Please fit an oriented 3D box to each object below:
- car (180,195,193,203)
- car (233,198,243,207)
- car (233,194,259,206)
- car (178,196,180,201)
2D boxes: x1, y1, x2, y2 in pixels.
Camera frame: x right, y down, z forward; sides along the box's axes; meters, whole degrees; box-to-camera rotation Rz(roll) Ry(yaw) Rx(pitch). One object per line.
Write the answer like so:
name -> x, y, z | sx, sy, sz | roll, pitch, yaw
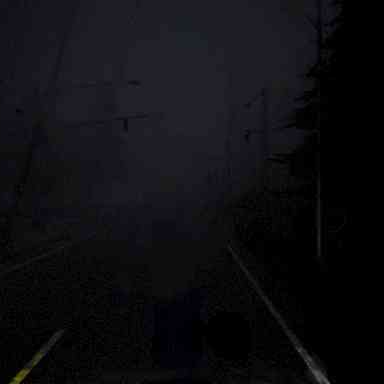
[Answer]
car -> -0.936, 1.688, 74.175 | 2.033, 1.411, 5.357 | 0, 0, -7
car -> 8.850, 1.270, 49.561 | 4.605, 1.855, 1.932 | 0, 0, -1
car -> 8.435, 1.278, 52.071 | 3.866, 1.878, 1.905 | 0, 0, -1
car -> -2.234, 1.541, 84.359 | 1.812, 1.442, 4.674 | 0, 0, -13
